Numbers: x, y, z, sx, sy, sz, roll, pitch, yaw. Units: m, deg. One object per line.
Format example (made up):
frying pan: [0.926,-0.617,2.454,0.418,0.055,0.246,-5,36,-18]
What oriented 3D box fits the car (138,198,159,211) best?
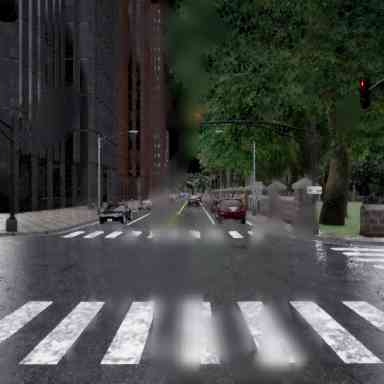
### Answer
car: [-5.637,1.579,41.583,2.008,1.369,4.403,0,0,0]

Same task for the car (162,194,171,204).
car: [-5.570,1.635,63.412,1.802,1.307,4.206,0,0,0]

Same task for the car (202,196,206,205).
car: [2.905,1.585,47.022,2.008,1.369,4.403,0,0,0]

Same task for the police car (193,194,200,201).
police car: [1.181,1.521,91.967,1.930,1.638,5.238,0,0,0]

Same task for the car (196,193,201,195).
car: [0.289,1.533,65.405,1.882,1.535,5.008,0,0,0]

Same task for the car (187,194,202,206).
car: [0.268,1.549,55.157,1.837,1.490,4.892,0,0,0]

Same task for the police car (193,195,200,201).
police car: [1.144,1.511,85.967,1.930,1.638,5.238,0,0,0]

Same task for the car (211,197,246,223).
car: [2.839,1.326,25.196,2.192,1.841,5.009,0,0,0]

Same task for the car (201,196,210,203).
car: [2.989,1.593,74.474,1.752,1.417,4.829,0,0,0]

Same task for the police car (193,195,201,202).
police car: [1.132,1.495,75.967,1.930,1.638,5.238,0,0,0]

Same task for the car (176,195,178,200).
car: [-5.486,1.533,90.697,1.967,1.590,4.097,0,0,0]

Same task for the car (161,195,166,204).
car: [-5.603,1.622,52.498,1.802,1.307,4.206,0,0,0]

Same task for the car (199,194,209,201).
car: [3.022,1.399,85.217,2.192,1.841,5.009,0,0,0]

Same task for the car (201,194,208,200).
car: [2.922,1.481,52.478,1.967,1.590,4.097,0,0,0]

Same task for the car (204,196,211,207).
car: [2.889,1.579,41.565,2.008,1.369,4.403,0,0,0]

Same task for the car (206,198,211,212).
car: [2.872,1.588,36.108,1.947,1.339,4.313,0,0,0]

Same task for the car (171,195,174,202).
car: [-5.553,1.374,68.869,2.192,1.841,5.009,0,0,0]

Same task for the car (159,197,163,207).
car: [-5.620,1.616,47.040,1.802,1.307,4.206,0,0,0]

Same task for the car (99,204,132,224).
car: [-5.687,1.576,25.213,1.947,1.339,4.313,0,0,0]
